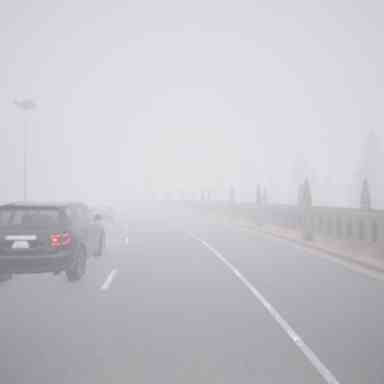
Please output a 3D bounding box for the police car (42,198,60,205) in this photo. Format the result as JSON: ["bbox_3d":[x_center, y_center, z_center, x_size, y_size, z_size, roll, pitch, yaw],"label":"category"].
[{"bbox_3d":[-32.699,2.120,77.077,5.238,1.638,1.930,-1,0,43],"label":"police car"}]

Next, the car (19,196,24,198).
[{"bbox_3d":[-41.009,2.319,84.118,4.892,1.490,1.837,-1,0,37],"label":"car"}]

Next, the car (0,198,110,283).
[{"bbox_3d":[-4.111,1.292,10.132,2.150,2.045,5.566,0,0,-6],"label":"car"}]

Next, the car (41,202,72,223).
[{"bbox_3d":[-11.695,1.726,29.036,2.128,1.511,4.902,0,0,-17],"label":"car"}]

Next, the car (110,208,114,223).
[{"bbox_3d":[-7.462,1.792,27.233,1.895,1.301,4.718,0,0,-16],"label":"car"}]
